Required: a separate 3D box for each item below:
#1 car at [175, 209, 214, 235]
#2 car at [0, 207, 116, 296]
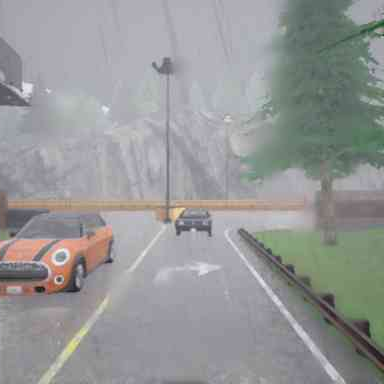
[{"bbox_3d":[0.251,1.613,18.790,1.895,1.301,4.718,0,0,5],"label":"car"},{"bbox_3d":[-3.522,1.353,8.862,2.097,1.767,4.553,0,0,0],"label":"car"}]
